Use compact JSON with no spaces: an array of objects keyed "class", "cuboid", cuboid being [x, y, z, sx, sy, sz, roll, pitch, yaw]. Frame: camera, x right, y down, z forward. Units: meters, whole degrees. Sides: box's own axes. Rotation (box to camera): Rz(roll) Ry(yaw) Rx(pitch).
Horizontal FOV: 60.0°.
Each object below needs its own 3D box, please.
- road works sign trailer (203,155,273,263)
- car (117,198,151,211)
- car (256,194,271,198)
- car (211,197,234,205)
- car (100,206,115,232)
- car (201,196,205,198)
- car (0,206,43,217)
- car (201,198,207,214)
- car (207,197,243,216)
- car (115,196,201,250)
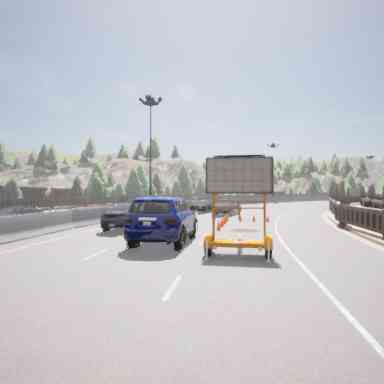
[{"class":"road works sign trailer","cuboid":[1.716,0.462,12.125,2.380,3.560,2.880,0,0,11]},{"class":"car","cuboid":[-7.386,1.509,43.000,1.837,1.490,4.892,0,0,25]},{"class":"car","cuboid":[16.627,1.175,76.649,4.553,1.767,2.097,0,0,-43]},{"class":"car","cuboid":[5.367,1.583,58.488,1.895,1.301,4.718,0,0,36]},{"class":"car","cuboid":[-3.714,1.497,19.776,1.837,1.490,4.892,0,0,11]},{"class":"car","cuboid":[0.909,1.505,64.180,2.128,1.511,4.902,0,0,36]},{"class":"car","cuboid":[-10.863,1.560,20.541,1.994,1.385,4.181,0,0,12]},{"class":"car","cuboid":[1.174,1.579,35.953,1.895,1.301,4.718,0,0,22]},{"class":"car","cuboid":[3.527,1.520,32.504,2.033,1.411,5.357,0,0,21]},{"class":"car","cuboid":[-1.170,1.217,14.482,2.150,2.045,5.566,0,0,9]}]
